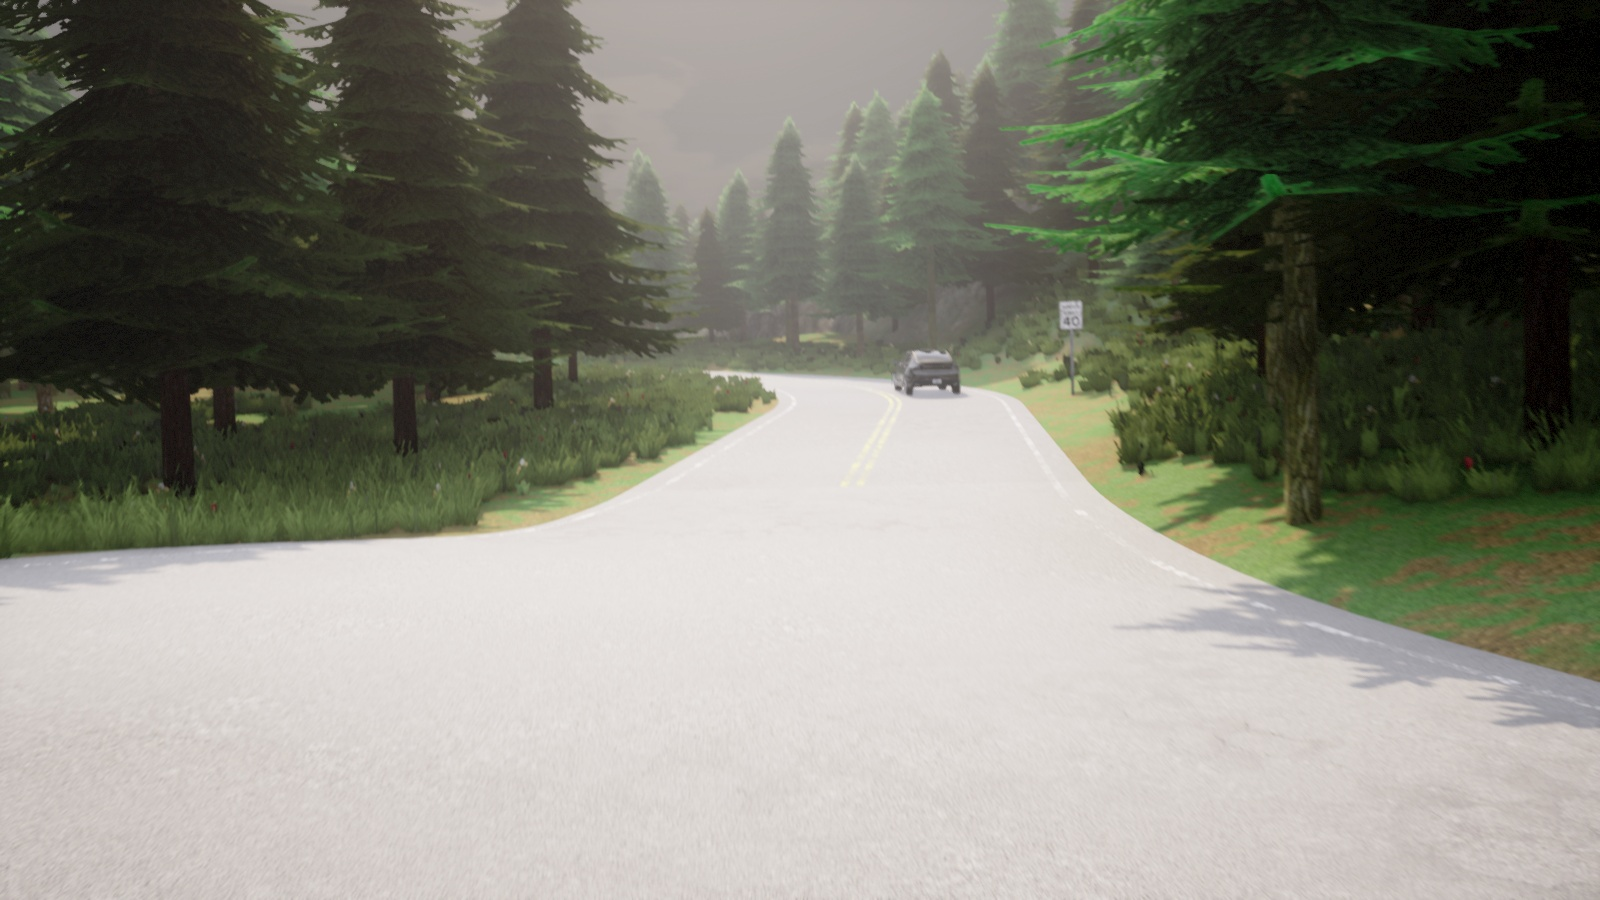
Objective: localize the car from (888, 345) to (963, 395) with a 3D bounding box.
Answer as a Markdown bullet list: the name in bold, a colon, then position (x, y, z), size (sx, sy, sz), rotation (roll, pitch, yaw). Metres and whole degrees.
- **car**: position (4.306, -2.852, 43.845), size (1.837, 1.490, 4.892), rotation (-2, 6, -3)
